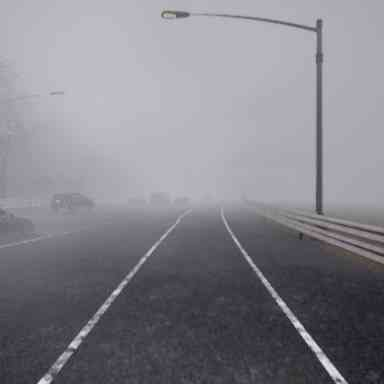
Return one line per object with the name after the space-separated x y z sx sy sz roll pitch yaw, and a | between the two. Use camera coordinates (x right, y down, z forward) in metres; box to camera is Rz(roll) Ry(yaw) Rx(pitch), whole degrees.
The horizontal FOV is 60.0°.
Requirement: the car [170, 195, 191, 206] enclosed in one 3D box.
-1.399 1.348 52.099 2.128 1.511 4.902 0 0 12 | car

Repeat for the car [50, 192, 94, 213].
-12.151 1.042 34.000 2.150 2.045 5.566 0 0 11 | car

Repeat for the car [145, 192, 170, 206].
-4.958 1.079 52.235 2.150 2.045 5.566 0 0 12 | car

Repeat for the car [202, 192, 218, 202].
3.685 1.127 74.462 2.150 2.045 5.566 0 0 14 | car

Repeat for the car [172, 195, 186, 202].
-2.952 1.386 76.794 1.882 1.535 5.008 0 0 14 | car

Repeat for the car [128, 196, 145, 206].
-8.500 1.383 52.296 1.812 1.442 4.674 0 0 12 | car

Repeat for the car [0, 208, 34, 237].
-8.545 1.309 13.674 1.812 1.442 4.674 0 0 9 | car
